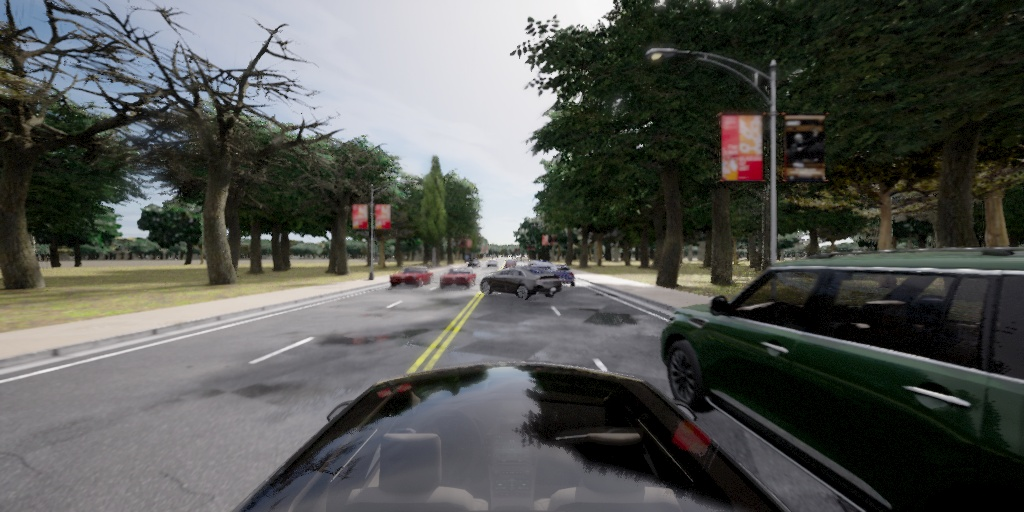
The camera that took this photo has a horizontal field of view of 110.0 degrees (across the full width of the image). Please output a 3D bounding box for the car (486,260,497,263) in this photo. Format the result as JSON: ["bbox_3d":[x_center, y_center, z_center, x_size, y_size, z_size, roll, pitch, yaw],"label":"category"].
[{"bbox_3d":[-3.495,1.345,63.798,2.033,1.411,5.357,0,0,0],"label":"car"}]

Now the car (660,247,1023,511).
[{"bbox_3d":[3.250,0.973,2.921,2.150,2.045,5.566,0,0,0],"label":"car"}]

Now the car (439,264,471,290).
[{"bbox_3d":[-3.380,1.375,23.094,1.895,1.301,4.718,0,0,0],"label":"car"}]

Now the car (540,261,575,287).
[{"bbox_3d":[3.216,1.303,24.902,1.812,1.442,4.674,0,0,0],"label":"car"}]

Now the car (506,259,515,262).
[{"bbox_3d":[-0.149,1.361,58.838,1.994,1.385,4.181,0,0,0],"label":"car"}]

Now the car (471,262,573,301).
[{"bbox_3d":[0.309,1.261,17.652,2.128,1.511,4.902,0,0,-39],"label":"car"}]

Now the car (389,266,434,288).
[{"bbox_3d":[-6.633,1.376,24.027,1.895,1.301,4.718,0,0,0],"label":"car"}]

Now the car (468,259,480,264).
[{"bbox_3d":[-6.752,1.293,64.579,1.837,1.490,4.892,0,0,0],"label":"car"}]

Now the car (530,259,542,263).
[{"bbox_3d":[3.181,1.266,35.907,1.882,1.535,5.008,0,0,0],"label":"car"}]
